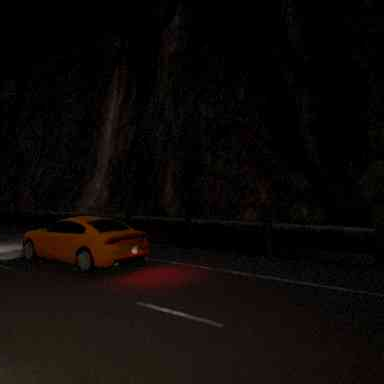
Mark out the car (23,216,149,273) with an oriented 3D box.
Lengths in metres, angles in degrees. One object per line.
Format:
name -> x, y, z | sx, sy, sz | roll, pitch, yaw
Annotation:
car -> -3.648, 1.546, 11.011 | 5.008, 1.535, 1.882 | 0, 0, 36
